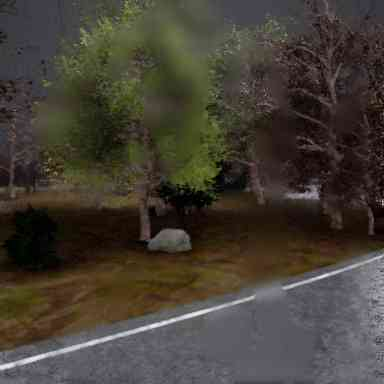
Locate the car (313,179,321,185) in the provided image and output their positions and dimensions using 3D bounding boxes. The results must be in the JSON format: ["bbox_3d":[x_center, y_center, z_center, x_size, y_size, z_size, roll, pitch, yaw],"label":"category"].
[{"bbox_3d":[27.811,-1.986,69.480,4.718,1.301,1.895,-6,3,-29],"label":"car"}]

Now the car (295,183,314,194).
[{"bbox_3d":[18.394,-0.528,54.713,1.895,1.301,4.718,-4,3,6],"label":"car"}]

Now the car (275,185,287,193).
[{"bbox_3d":[16.047,-0.845,59.461,2.097,1.767,4.553,-3,3,18],"label":"car"}]
